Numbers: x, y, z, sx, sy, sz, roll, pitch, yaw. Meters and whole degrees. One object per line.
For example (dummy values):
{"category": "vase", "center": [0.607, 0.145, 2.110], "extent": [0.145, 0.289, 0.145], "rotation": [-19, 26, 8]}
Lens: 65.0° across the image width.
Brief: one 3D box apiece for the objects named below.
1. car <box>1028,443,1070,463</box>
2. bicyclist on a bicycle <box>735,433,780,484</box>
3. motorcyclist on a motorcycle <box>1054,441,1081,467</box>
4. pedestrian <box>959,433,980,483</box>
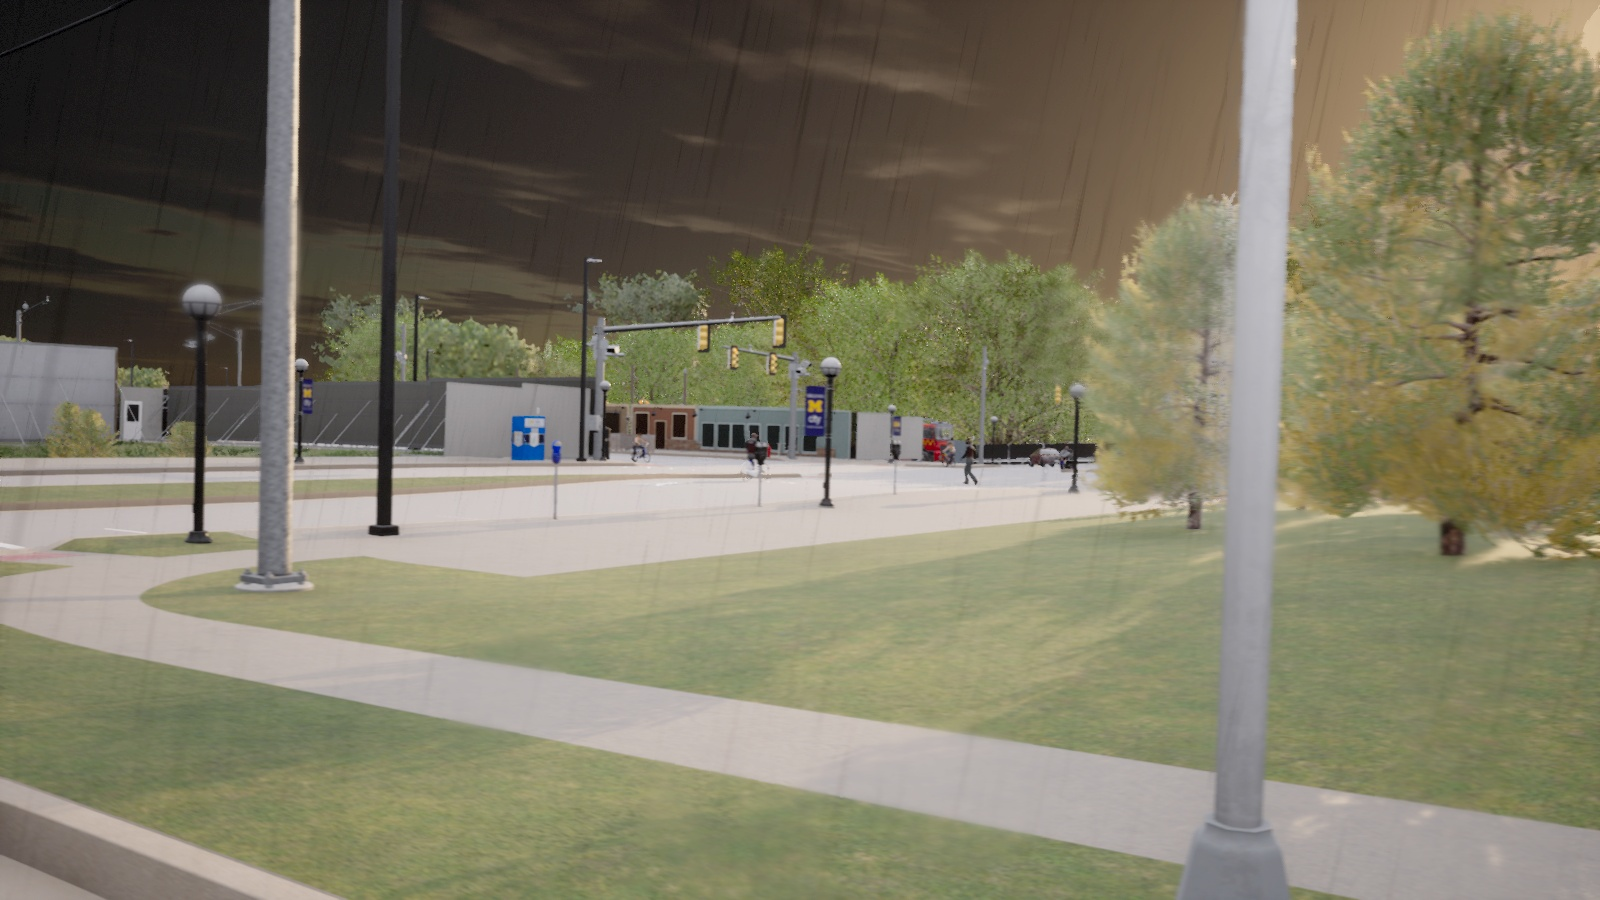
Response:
{"category": "car", "center": [18.500, 0.237, 93.525], "extent": [1.812, 1.442, 4.674], "rotation": [0, -1, -5]}
{"category": "bicyclist on a bicycle", "center": [-1.512, 0.307, 45.034], "extent": [0.659, 1.776, 1.843], "rotation": [1, 0, 31]}
{"category": "motorcyclist on a motorcycle", "center": [15.776, 0.238, 74.063], "extent": [0.866, 1.530, 2.191], "rotation": [1, 0, 30]}
{"category": "pedestrian", "center": [6.557, 0.302, 48.626], "extent": [0.666, 1.930, 0.402], "rotation": [2, 2, 35]}
